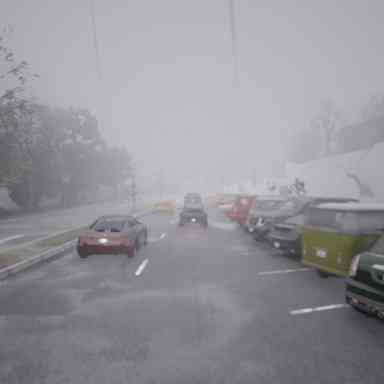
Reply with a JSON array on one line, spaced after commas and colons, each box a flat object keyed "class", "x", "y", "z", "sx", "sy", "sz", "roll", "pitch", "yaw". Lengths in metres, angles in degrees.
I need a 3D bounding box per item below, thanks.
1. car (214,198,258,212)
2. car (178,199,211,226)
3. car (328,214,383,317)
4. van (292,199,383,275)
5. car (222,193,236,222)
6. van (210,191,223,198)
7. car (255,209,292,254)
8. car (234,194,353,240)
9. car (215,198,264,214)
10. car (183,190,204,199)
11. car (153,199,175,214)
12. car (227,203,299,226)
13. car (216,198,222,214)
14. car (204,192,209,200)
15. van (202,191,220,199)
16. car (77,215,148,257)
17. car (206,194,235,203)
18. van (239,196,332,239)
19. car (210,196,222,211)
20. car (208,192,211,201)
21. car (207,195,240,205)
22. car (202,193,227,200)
[{"class": "car", "x": 5.062, "y": 1.456, "z": 38.626, "sx": 4.674, "sy": 1.452, "sz": 2.002, "roll": 1, "pitch": 0, "yaw": -20}, {"class": "car", "x": 0.100, "y": 1.511, "z": 23.470, "sx": 1.837, "sy": 1.490, "sz": 4.892, "roll": 0, "pitch": 0, "yaw": 0}, {"class": "car", "x": 5.042, "y": 1.367, "z": 5.789, "sx": 4.553, "sy": 1.767, "sz": 2.185, "roll": 1, "pitch": 0, "yaw": -20}, {"class": "van", "x": 5.181, "y": 1.270, "z": 8.825, "sx": 4.442, "sy": 1.987, "sz": 1.878, "roll": 1, "pitch": 0, "yaw": -20}, {"class": "car", "x": 5.098, "y": 1.248, "z": 20.729, "sx": 5.566, "sy": 2.045, "sz": 2.435, "roll": 1, "pitch": 0, "yaw": -20}, {"class": "van", "x": 4.962, "y": 1.161, "z": 41.556, "sx": 4.442, "sy": 1.987, "sz": 1.878, "roll": 1, "pitch": 1, "yaw": -20}, {"class": "car", "x": 5.063, "y": 1.497, "z": 11.764, "sx": 4.892, "sy": 1.521, "sz": 2.231, "roll": 1, "pitch": 0, "yaw": -20}, {"class": "car", "x": 5.047, "y": 1.246, "z": 14.733, "sx": 5.566, "sy": 2.045, "sz": 2.435, "roll": 1, "pitch": 0, "yaw": -20}, {"class": "car", "x": 5.094, "y": 1.473, "z": 35.654, "sx": 4.792, "sy": 1.488, "sz": 2.163, "roll": 1, "pitch": 0, "yaw": -20}, {"class": "car", "x": 0.097, "y": 1.111, "z": 42.088, "sx": 2.150, "sy": 2.045, "sz": 5.566, "roll": 0, "pitch": 1, "yaw": 0}, {"class": "car", "x": -2.902, "y": 1.434, "z": 34.859, "sx": 1.882, "sy": 1.535, "sz": 5.008, "roll": 0, "pitch": 0, "yaw": 0}, {"class": "car", "x": 5.065, "y": 1.535, "z": 23.700, "sx": 4.674, "sy": 1.452, "sz": 2.002, "roll": 1, "pitch": 0, "yaw": -20}, {"class": "car", "x": 5.040, "y": 1.507, "z": 29.657, "sx": 4.792, "sy": 1.488, "sz": 2.163, "roll": 1, "pitch": 1, "yaw": -20}, {"class": "car", "x": 4.893, "y": 1.267, "z": 50.495, "sx": 5.366, "sy": 1.575, "sz": 1.946, "roll": 1, "pitch": 1, "yaw": -20}, {"class": "van", "x": 4.959, "y": 0.665, "z": 86.302, "sx": 4.442, "sy": 1.987, "sz": 1.878, "roll": 1, "pitch": 1, "yaw": -20}, {"class": "car", "x": -2.901, "y": 1.570, "z": 12.902, "sx": 1.994, "sy": 1.385, "sz": 4.181, "roll": 0, "pitch": 0, "yaw": 0}, {"class": "car", "x": 5.062, "y": 1.187, "z": 59.510, "sx": 4.674, "sy": 1.452, "sz": 2.002, "roll": 1, "pitch": 0, "yaw": -20}, {"class": "van", "x": 4.964, "y": 1.271, "z": 17.686, "sx": 4.442, "sy": 1.987, "sz": 1.878, "roll": 1, "pitch": 0, "yaw": -20}, {"class": "car", "x": 4.896, "y": 1.457, "z": 32.585, "sx": 5.366, "sy": 1.575, "sz": 1.946, "roll": 1, "pitch": 1, "yaw": -20}, {"class": "car", "x": 5.039, "y": 1.226, "z": 44.584, "sx": 4.553, "sy": 1.767, "sz": 2.185, "roll": 1, "pitch": 1, "yaw": -20}, {"class": "car", "x": 5.093, "y": 1.258, "z": 53.557, "sx": 4.792, "sy": 1.488, "sz": 2.163, "roll": 1, "pitch": 1, "yaw": -20}, {"class": "car", "x": 5.071, "y": 0.985, "z": 74.415, "sx": 5.008, "sy": 1.535, "sz": 2.097, "roll": 1, "pitch": 1, "yaw": -20}]
